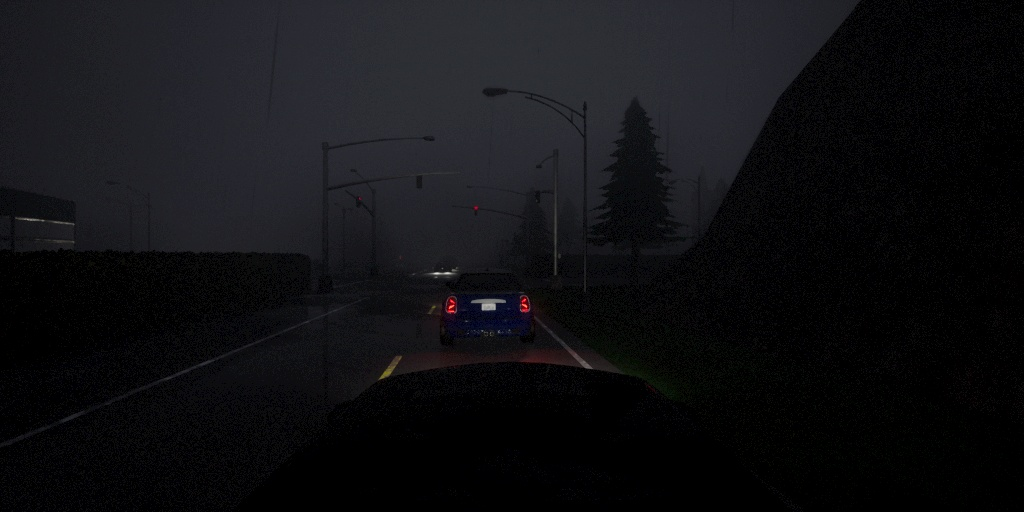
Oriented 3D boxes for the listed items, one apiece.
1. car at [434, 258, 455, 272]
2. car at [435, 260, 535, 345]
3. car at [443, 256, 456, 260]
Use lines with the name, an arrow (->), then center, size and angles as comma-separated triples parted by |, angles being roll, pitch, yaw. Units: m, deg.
car -> -8.553, 1.314, 44.818 | 1.994, 1.385, 4.181 | 0, 0, -7
car -> -0.730, 1.102, 9.739 | 2.097, 1.767, 4.553 | 0, 0, -6
car -> -9.801, 0.971, 55.459 | 2.150, 2.045, 5.566 | 0, 0, -7
